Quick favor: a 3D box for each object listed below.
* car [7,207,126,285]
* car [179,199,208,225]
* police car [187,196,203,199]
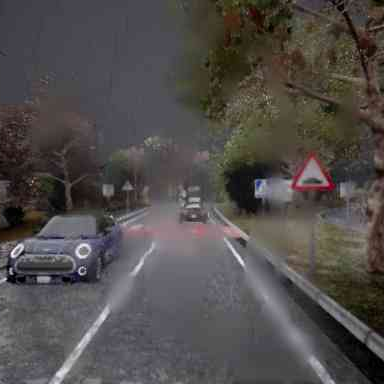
[{"bbox_3d":[-3.346,1.390,9.745,2.097,1.767,4.553,0,0,0],"label":"car"},{"bbox_3d":[0.112,1.490,22.743,1.812,1.442,4.674,0,-4,0],"label":"car"},{"bbox_3d":[0.376,1.373,41.106,1.930,1.638,5.238,0,0,2],"label":"police car"}]
